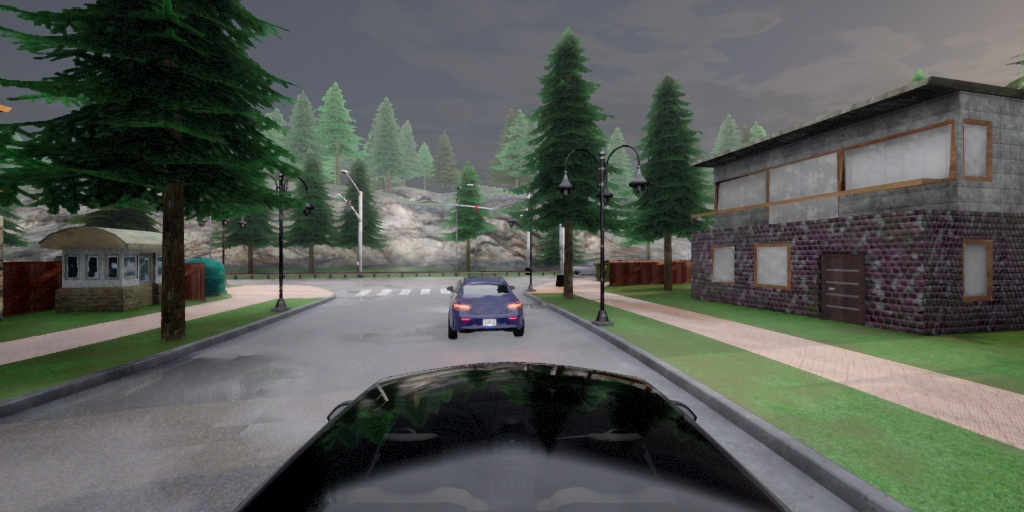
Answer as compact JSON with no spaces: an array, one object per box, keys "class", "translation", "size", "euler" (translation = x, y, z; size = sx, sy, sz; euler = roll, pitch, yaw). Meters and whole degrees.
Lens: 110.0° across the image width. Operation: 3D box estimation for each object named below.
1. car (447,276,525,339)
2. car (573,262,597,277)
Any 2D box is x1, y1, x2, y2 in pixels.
[{"class":"car","translation":[-0.832,1.276,10.050],"size":[1.812,1.442,4.674],"euler":[0,0,-9]},{"class":"car","translation":[6.880,1.193,32.181],"size":[4.718,1.301,1.895],"euler":[0,0,-12]}]
